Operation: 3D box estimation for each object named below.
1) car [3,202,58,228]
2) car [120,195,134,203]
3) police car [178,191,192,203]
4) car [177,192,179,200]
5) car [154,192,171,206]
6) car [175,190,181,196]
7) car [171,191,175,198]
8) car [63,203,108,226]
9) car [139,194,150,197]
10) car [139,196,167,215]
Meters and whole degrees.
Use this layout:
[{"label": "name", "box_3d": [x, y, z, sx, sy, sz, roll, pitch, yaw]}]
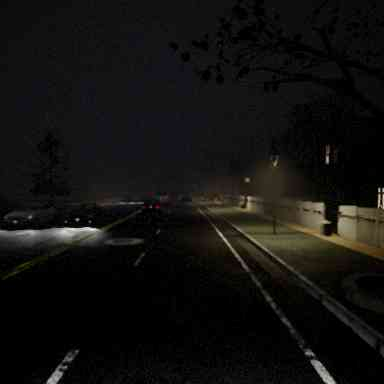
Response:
[{"label": "car", "box_3d": [-10.134, 1.414, 21.270, 1.812, 1.442, 4.674, 0, 0, -1]}, {"label": "car", "box_3d": [-11.940, 1.232, 61.592, 1.812, 1.442, 4.674, 0, 0, -3]}, {"label": "police car", "box_3d": [-0.988, 1.124, 59.151, 1.930, 1.638, 5.238, 0, 0, -4]}, {"label": "car", "box_3d": [-1.693, 1.181, 69.083, 1.812, 1.442, 4.674, 0, 0, -4]}, {"label": "car", "box_3d": [-4.549, 0.963, 49.510, 2.150, 2.045, 5.566, 0, -1, -3]}, {"label": "car", "box_3d": [-2.175, 0.854, 75.130, 2.150, 2.045, 5.566, 0, 0, -5]}, {"label": "car", "box_3d": [-4.806, 0.598, 93.349, 2.150, 2.045, 5.566, 0, 0, -6]}, {"label": "car", "box_3d": [-6.901, 1.446, 21.923, 1.994, 1.385, 4.181, 0, 0, -1]}, {"label": "car", "box_3d": [-8.727, 1.175, 62.252, 1.882, 1.535, 5.008, 0, 0, -3]}, {"label": "car", "box_3d": [-3.742, 1.377, 31.883, 2.033, 1.411, 5.357, 0, 0, -2]}]
